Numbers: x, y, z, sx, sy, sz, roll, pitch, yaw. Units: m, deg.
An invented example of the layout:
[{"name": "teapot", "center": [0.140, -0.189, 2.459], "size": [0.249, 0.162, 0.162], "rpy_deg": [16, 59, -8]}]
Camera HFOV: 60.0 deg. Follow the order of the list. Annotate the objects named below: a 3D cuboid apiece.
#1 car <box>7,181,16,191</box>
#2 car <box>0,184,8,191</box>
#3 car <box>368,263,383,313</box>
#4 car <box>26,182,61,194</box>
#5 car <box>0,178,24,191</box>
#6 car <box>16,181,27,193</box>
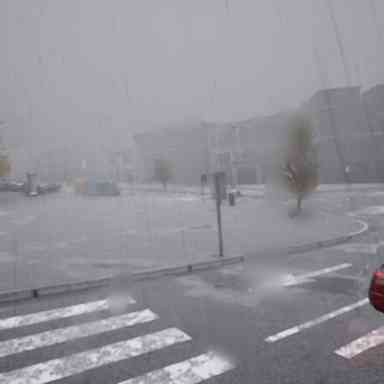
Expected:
[{"name": "car", "center": [-26.289, -0.875, 52.974], "size": [2.002, 1.452, 4.674], "rpy_deg": [0, 6, 16]}, {"name": "car", "center": [-28.687, -1.039, 54.686], "size": [2.097, 1.535, 5.008], "rpy_deg": [1, 6, 16]}, {"name": "car", "center": [5.148, 1.480, 6.203], "size": [4.181, 1.385, 1.994], "rpy_deg": [-2, 1, -36]}, {"name": "car", "center": [-21.531, -0.626, 49.453], "size": [2.163, 1.488, 4.792], "rpy_deg": [1, 6, 17]}, {"name": "car", "center": [-31.122, -1.279, 56.327], "size": [2.185, 1.767, 4.553], "rpy_deg": [0, 6, 15]}, {"name": "car", "center": [-23.892, -0.789, 51.242], "size": [2.231, 1.521, 4.892], "rpy_deg": [1, 6, 17]}]
